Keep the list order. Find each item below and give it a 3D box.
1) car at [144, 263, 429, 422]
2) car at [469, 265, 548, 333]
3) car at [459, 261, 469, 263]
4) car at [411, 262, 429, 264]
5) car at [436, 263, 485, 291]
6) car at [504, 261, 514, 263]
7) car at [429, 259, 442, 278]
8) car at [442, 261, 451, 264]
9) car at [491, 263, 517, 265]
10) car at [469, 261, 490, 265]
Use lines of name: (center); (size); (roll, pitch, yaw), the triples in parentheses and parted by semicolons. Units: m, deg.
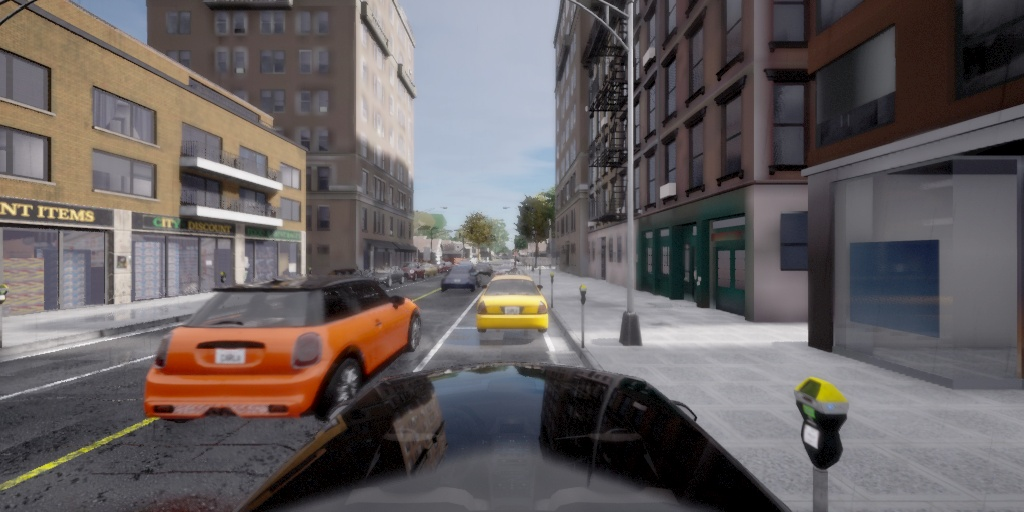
car: (-3.021, 1.101, 5.973); (2.097, 1.767, 4.553); (0, 0, 0)
car: (0.005, 1.207, 10.690); (1.801, 1.575, 5.366); (0, 0, 0)
car: (-5.821, 1.293, 44.561); (1.812, 1.442, 4.674); (0, 0, 0)
car: (-8.408, 1.195, 29.238); (1.967, 1.591, 4.097); (0, 0, 0)
car: (-2.975, 1.316, 21.671); (1.994, 1.385, 4.181); (0, 0, 1)
car: (-0.383, 1.281, 29.411); (1.751, 1.417, 4.829); (0, 0, 0)
car: (-8.408, 1.285, 34.586); (1.751, 1.417, 4.829); (0, 0, 0)
car: (-8.408, 1.204, 40.275); (1.967, 1.591, 4.097); (0, 0, 0)
car: (-0.383, 1.334, 23.722); (1.802, 1.307, 4.207); (0, 0, 0)
car: (-2.972, 1.326, 36.723); (1.994, 1.385, 4.181); (0, 0, 0)
